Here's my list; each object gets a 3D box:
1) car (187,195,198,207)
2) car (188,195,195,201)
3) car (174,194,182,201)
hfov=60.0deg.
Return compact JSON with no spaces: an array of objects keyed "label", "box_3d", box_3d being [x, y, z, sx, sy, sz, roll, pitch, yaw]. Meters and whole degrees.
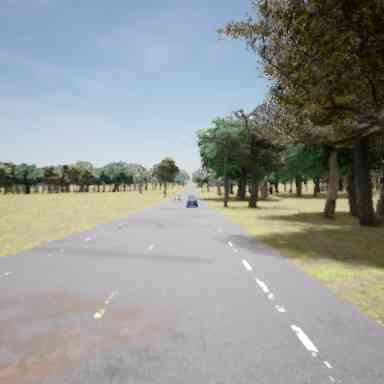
[{"label":"car","box_3d":[0.041,1.718,56.917,1.882,1.535,5.008,0,0,0]},{"label":"car","box_3d":[-0.095,1.496,88.846,1.882,1.535,5.008,0,1,0]},{"label":"car","box_3d":[-3.591,1.406,85.174,2.097,1.767,4.553,0,1,0]}]
